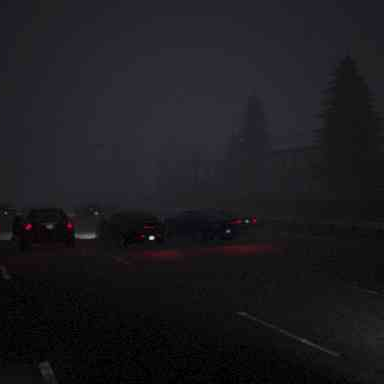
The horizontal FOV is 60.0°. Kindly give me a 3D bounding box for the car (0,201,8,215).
[{"bbox_3d":[-18.520,1.695,32.768,1.837,1.490,4.892,1,-1,-34],"label":"car"}]

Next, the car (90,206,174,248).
[{"bbox_3d":[-3.003,1.631,15.674,1.837,1.490,4.892,1,-1,-33],"label":"car"}]

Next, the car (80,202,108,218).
[{"bbox_3d":[-10.252,1.743,32.958,1.837,1.490,4.892,1,-1,-34],"label":"car"}]

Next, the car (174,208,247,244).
[{"bbox_3d":[0.269,1.634,17.072,1.882,1.535,5.008,1,-1,-34],"label":"car"}]

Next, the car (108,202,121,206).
[{"bbox_3d":[-9.320,1.813,37.866,1.812,1.442,4.674,1,-1,-34],"label":"car"}]

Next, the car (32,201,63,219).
[{"bbox_3d":[-14.319,1.691,32.762,1.882,1.535,5.008,1,-1,-34],"label":"car"}]

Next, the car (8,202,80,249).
[{"bbox_3d":[-6.965,1.452,15.320,2.097,1.767,4.553,1,-1,-34],"label":"car"}]

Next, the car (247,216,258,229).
[{"bbox_3d":[1.766,1.748,21.149,2.033,1.411,5.357,1,-1,-34],"label":"car"}]
